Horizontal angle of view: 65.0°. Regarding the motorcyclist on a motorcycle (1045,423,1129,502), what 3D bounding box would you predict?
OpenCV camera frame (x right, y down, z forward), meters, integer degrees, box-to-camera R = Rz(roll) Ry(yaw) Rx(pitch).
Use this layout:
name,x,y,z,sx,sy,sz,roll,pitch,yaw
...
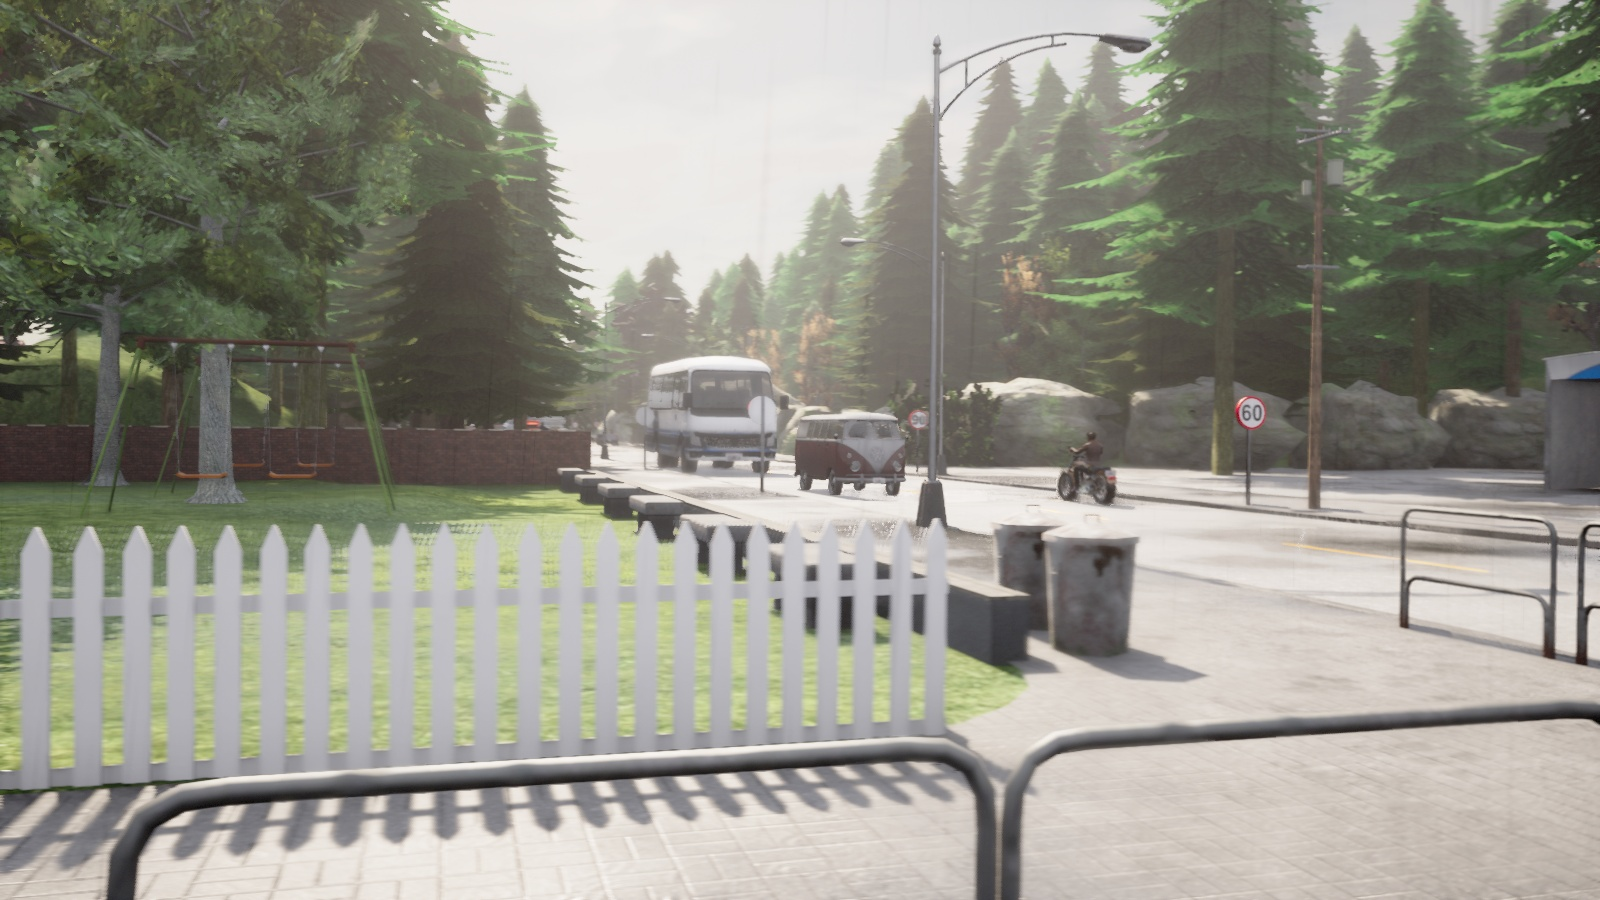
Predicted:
name,x,y,z,sx,sy,sz,roll,pitch,yaw
motorcyclist on a motorcycle,6.310,0.254,27.788,0.766,1.649,2.350,-1,1,-16

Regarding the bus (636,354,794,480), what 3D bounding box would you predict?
name,x,y,z,sx,sy,sz,roll,pitch,yaw
bus,-3.522,-1.271,47.841,3.944,4.253,10.273,-1,2,-16

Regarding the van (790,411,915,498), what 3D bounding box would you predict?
name,x,y,z,sx,sy,sz,roll,pitch,yaw
van,1.203,0.060,31.150,1.775,1.987,4.442,-1,1,-16
